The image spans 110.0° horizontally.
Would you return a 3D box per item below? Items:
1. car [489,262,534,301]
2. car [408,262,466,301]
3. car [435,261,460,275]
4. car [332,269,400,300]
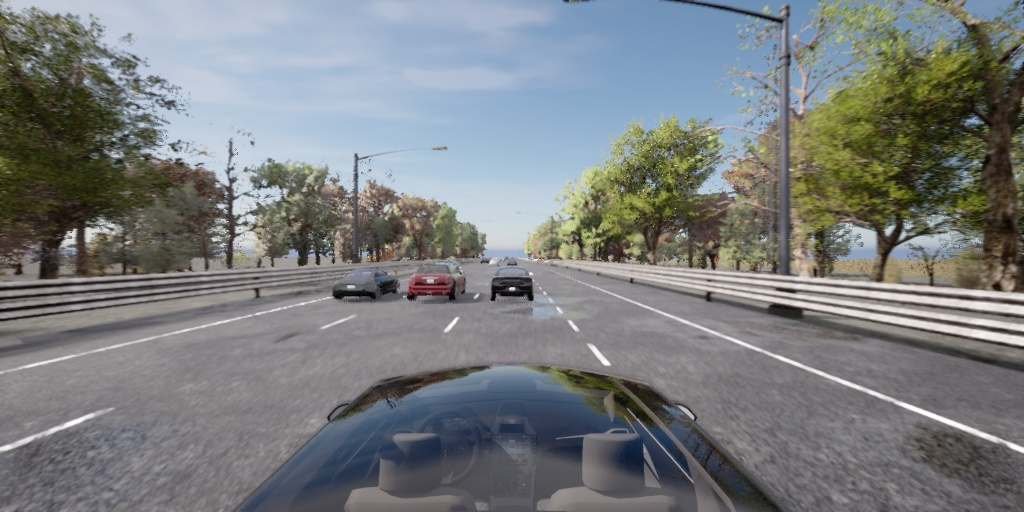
[{"bbox_3d":[0.007,1.225,17.509,1.882,1.535,5.008,0,0,0],"label":"car"},{"bbox_3d":[-3.494,1.098,17.480,2.097,1.767,4.553,0,0,0],"label":"car"},{"bbox_3d":[-6.991,1.309,39.271,1.994,1.385,4.181,0,0,0],"label":"car"},{"bbox_3d":[-6.996,1.311,17.605,1.994,1.385,4.181,0,0,0],"label":"car"}]
